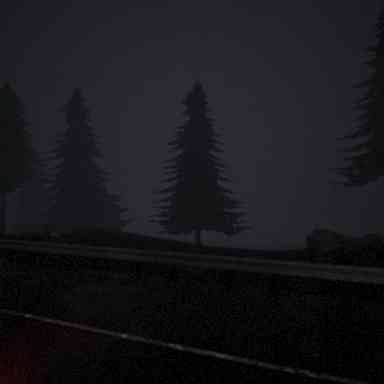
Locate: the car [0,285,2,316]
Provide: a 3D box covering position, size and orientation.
[{"bbox_3d":[-5.429,1.409,5.518,4.553,1.767,2.097,0,0,25],"label":"car"}]
